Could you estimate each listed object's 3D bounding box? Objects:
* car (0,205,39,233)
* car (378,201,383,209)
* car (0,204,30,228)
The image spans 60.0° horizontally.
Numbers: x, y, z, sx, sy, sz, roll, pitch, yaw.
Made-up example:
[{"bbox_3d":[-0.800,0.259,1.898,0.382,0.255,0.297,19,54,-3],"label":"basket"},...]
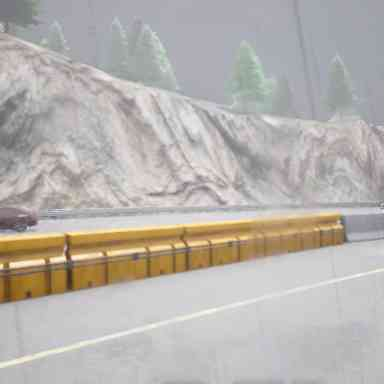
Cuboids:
[{"bbox_3d":[-10.723,1.481,17.687,4.674,1.442,1.812,0,0,-35],"label":"car"},{"bbox_3d":[24.652,1.298,39.853,4.902,1.511,2.128,0,0,-19],"label":"car"},{"bbox_3d":[-12.514,1.511,20.685,4.181,1.385,1.994,0,0,-35],"label":"car"}]
